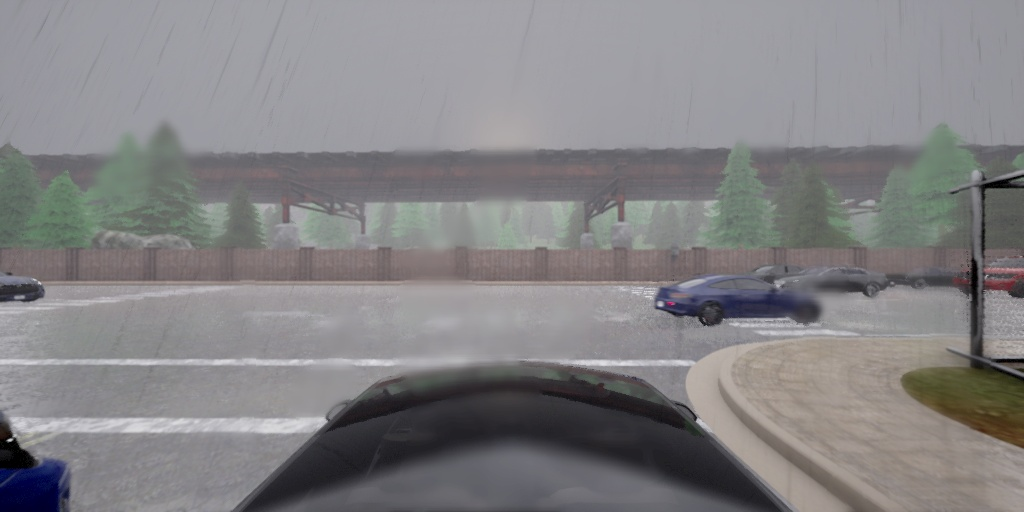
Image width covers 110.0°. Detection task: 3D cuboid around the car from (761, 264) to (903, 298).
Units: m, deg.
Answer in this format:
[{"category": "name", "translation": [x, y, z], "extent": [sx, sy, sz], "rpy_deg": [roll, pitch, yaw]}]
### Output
[{"category": "car", "translation": [15.687, 1.239, 17.820], "extent": [4.902, 1.511, 2.128], "rpy_deg": [0, 0, 1]}]

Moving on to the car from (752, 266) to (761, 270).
[{"category": "car", "translation": [15.548, 1.251, 21.321], "extent": [4.892, 1.490, 1.837], "rpy_deg": [0, 0, 1]}]

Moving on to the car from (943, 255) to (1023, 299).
[{"category": "car", "translation": [25.545, 0.969, 17.725], "extent": [5.566, 2.045, 2.150], "rpy_deg": [0, 0, 0]}]

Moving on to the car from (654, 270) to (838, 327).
[{"category": "car", "translation": [6.786, 1.274, 10.952], "extent": [4.674, 1.442, 1.812], "rpy_deg": [0, -1, -3]}]

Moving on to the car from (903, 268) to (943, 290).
[{"category": "car", "translation": [24.803, 1.348, 21.229], "extent": [4.718, 1.301, 1.895], "rpy_deg": [0, 0, 1]}]

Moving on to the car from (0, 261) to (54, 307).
[{"category": "car", "translation": [-22.241, 1.099, 14.562], "extent": [4.553, 1.767, 2.097], "rpy_deg": [0, 0, 0]}]
